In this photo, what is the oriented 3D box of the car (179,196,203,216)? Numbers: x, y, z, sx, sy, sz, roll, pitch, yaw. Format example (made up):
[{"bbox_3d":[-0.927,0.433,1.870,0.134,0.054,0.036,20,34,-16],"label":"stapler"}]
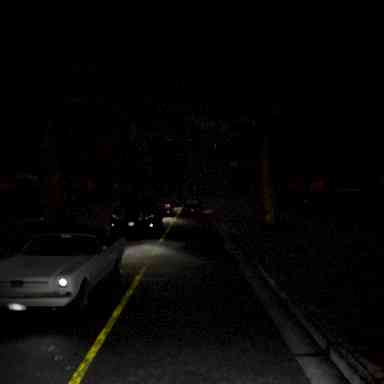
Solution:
[{"bbox_3d":[0.038,1.353,30.731,1.812,1.442,4.674,0,0,0],"label":"car"}]

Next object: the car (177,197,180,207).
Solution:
[{"bbox_3d":[-2.717,1.258,45.911,1.882,1.535,5.008,0,0,0],"label":"car"}]

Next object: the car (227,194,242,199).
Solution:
[{"bbox_3d":[11.910,1.300,93.566,4.097,1.590,1.967,1,0,0],"label":"car"}]

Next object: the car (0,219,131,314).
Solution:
[{"bbox_3d":[-2.842,1.550,7.608,1.895,1.301,4.718,0,0,0],"label":"car"}]

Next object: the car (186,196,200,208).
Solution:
[{"bbox_3d":[0.094,1.284,45.646,1.837,1.490,4.892,0,0,0],"label":"car"}]

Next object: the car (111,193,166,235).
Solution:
[{"bbox_3d":[-2.832,1.108,18.194,2.150,2.045,5.566,0,0,0],"label":"car"}]

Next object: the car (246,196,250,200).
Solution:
[{"bbox_3d":[17.344,1.361,93.562,4.097,1.590,1.967,1,0,0],"label":"car"}]

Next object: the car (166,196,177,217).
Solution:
[{"bbox_3d":[-2.768,1.185,29.543,2.097,1.767,4.553,0,0,1],"label":"car"}]
